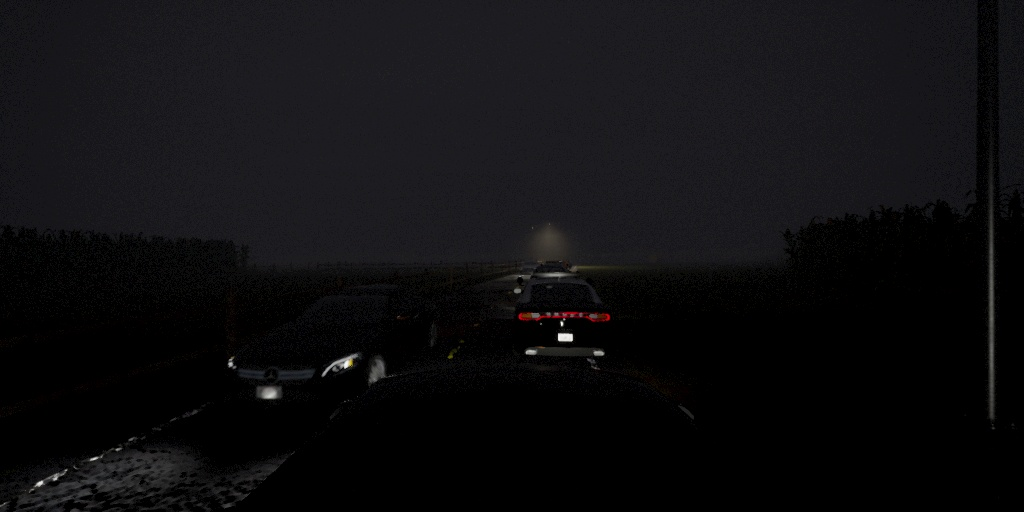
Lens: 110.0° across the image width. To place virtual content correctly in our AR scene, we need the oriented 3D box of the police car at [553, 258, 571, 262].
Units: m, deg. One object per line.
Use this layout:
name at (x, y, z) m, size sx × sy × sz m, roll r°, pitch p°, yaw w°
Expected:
police car at (2.855, 1.159, 24.295) m, size 1.930 × 1.638 × 5.238 m, roll 0°, pitch 0°, yaw 10°

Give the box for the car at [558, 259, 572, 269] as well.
car at (8.271, 1.258, 55.911) m, size 1.994 × 1.385 × 4.181 m, roll 0°, pitch 0°, yaw 11°

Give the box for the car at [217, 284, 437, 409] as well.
car at (-2.629, 1.275, 6.364) m, size 1.812 × 1.442 × 4.674 m, roll 0°, pitch 0°, yaw 3°

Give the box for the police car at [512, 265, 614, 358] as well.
police car at (1.057, 1.173, 8.647) m, size 1.930 × 1.638 × 5.238 m, roll 0°, pitch 0°, yaw 3°

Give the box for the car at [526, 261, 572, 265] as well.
car at (1.967, 1.218, 18.342) m, size 1.882 × 1.535 × 5.008 m, roll 0°, pitch 0°, yaw 7°

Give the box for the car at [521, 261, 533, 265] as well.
car at (2.031, 1.245, 38.555) m, size 1.812 × 1.442 × 4.674 m, roll 0°, pitch 0°, yaw 11°
